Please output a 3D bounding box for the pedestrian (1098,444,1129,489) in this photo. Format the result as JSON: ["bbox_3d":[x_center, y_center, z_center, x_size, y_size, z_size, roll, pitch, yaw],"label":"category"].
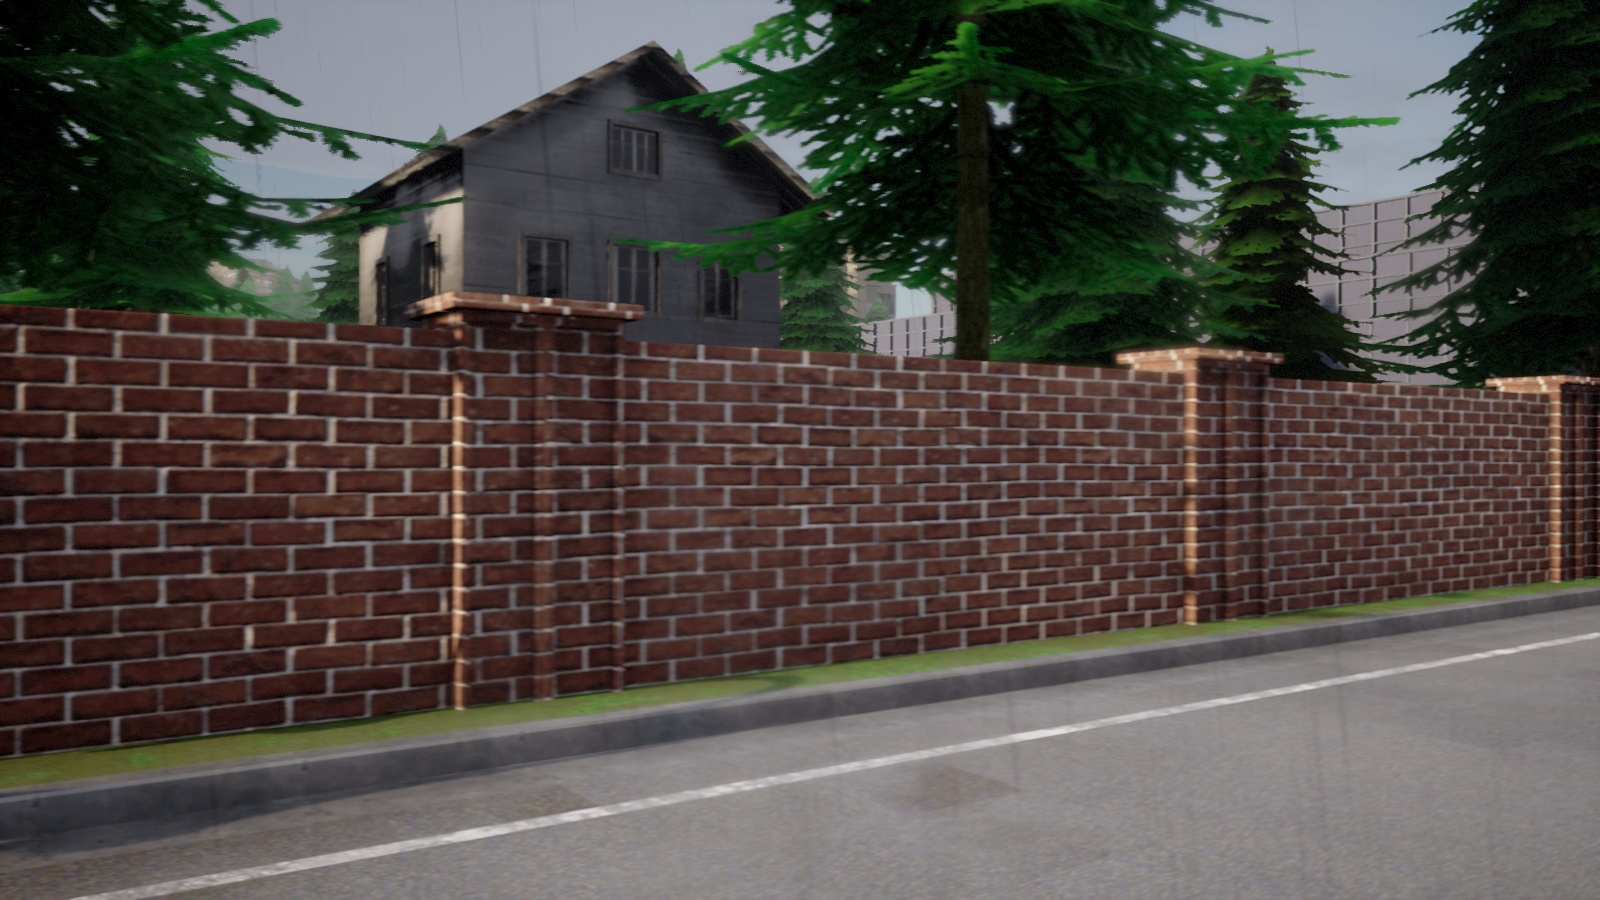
[{"bbox_3d":[13.078,0.682,52.421,0.874,1.855,0.900,0,0,-28],"label":"pedestrian"}]
